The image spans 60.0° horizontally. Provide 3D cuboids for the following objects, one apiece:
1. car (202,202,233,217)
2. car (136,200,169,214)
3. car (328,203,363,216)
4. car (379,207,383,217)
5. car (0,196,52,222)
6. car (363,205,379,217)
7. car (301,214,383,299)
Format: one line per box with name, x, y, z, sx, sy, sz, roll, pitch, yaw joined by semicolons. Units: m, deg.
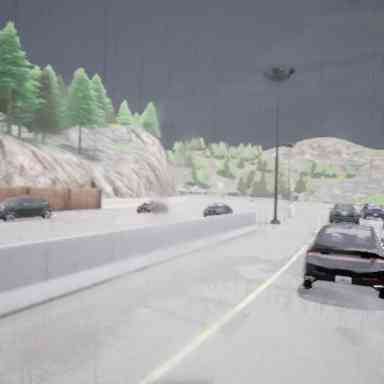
car;2.479;1.673;31.337;1.994;1.385;4.181;1;0;21
car;-3.987;1.514;34.005;1.994;1.385;4.181;1;0;21
car;12.107;1.696;26.686;2.097;1.767;4.553;1;0;22
car;13.847;1.736;21.619;2.097;1.767;4.553;1;0;23
car;-12.256;1.079;23.553;2.097;1.767;4.553;1;0;25
car;18.576;2.043;34.434;1.812;1.442;4.674;1;0;19
car;4.205;1.611;8.959;2.128;1.511;4.902;1;0;27
